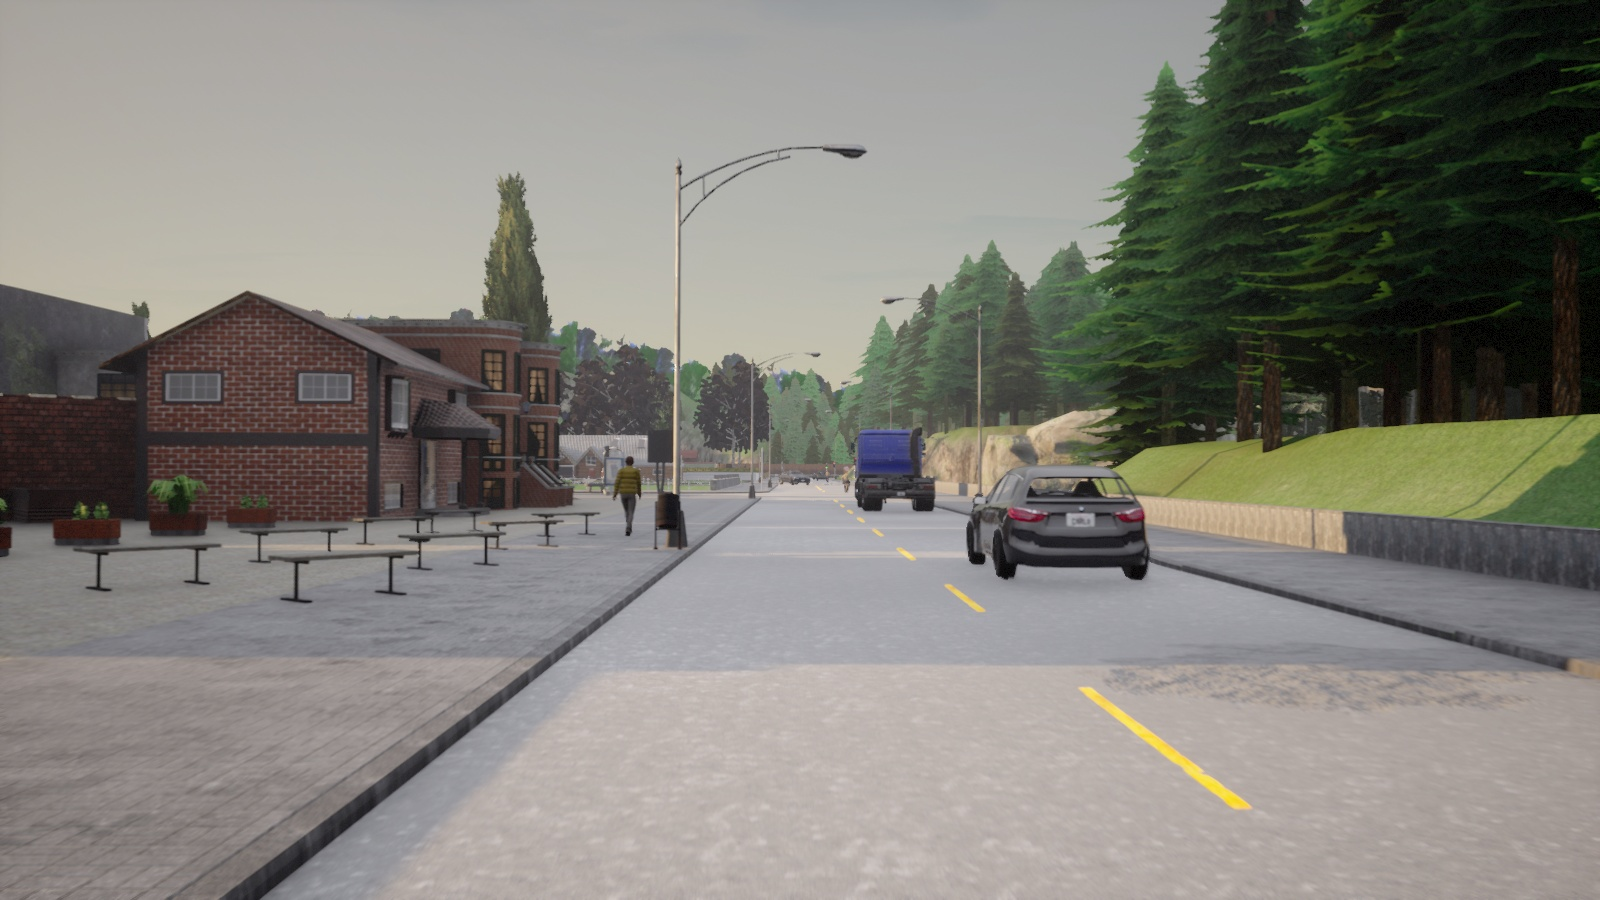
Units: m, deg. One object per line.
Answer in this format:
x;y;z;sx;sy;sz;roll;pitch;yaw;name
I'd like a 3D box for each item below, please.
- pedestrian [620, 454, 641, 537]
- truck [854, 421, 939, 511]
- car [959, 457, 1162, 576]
-3.817;1.013;28.252;0.370;1.835;0.726;0;-1;1;pedestrian
3.875;0.692;52.244;2.891;3.462;7.936;0;-1;0;truck
3.954;0.977;19.969;2.242;1.667;4.611;0;-1;0;car
